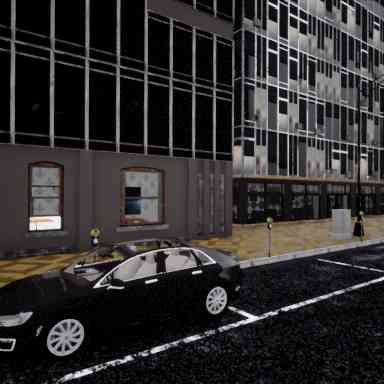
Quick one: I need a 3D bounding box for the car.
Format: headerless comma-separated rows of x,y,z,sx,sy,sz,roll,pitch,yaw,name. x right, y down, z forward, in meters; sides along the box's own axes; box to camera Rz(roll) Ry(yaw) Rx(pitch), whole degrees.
-1.045,1.551,5.806,4.403,1.369,2.008,0,0,-35,car
